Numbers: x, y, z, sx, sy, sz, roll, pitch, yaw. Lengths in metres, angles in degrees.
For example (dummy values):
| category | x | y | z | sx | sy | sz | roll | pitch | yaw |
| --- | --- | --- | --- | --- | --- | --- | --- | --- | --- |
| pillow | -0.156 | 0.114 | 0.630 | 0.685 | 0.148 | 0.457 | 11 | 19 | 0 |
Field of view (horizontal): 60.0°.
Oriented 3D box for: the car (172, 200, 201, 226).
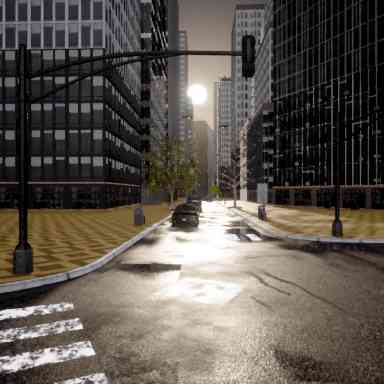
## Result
| category | x | y | z | sx | sy | sz | roll | pitch | yaw |
| --- | --- | --- | --- | --- | --- | --- | --- | --- | --- |
| car | -0.447 | 1.654 | 25.419 | 1.882 | 1.535 | 5.008 | 0 | 0 | 2 |

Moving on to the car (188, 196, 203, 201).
| category | x | y | z | sx | sy | sz | roll | pitch | yaw |
| --- | --- | --- | --- | --- | --- | --- | --- | --- | --- |
| car | 0.281 | 1.554 | 46.286 | 2.150 | 2.045 | 5.566 | 0 | 0 | 2 |

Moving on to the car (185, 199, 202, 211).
| category | x | y | z | sx | sy | sz | roll | pitch | yaw |
| --- | --- | --- | --- | --- | --- | --- | --- | --- | --- |
| car | -0.089 | 1.777 | 35.633 | 1.812 | 1.442 | 4.674 | 0 | 0 | 2 |
